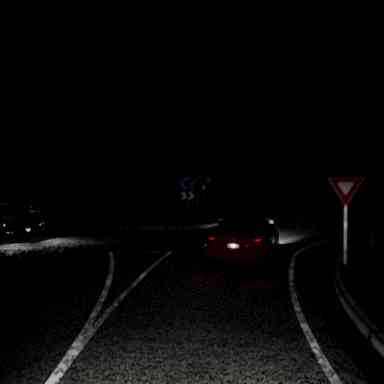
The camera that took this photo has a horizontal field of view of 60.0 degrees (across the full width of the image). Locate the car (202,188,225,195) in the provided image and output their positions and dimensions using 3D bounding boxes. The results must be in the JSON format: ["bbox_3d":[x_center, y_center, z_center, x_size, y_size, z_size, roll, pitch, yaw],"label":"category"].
[{"bbox_3d":[6.519,-0.033,95.209,5.566,2.045,2.435,0,1,0],"label":"car"}]

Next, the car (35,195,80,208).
[{"bbox_3d":[-13.861,0.971,33.520,2.033,1.411,5.357,0,1,28],"label":"car"}]

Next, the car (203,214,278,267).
[{"bbox_3d":[1.757,1.414,11.153,1.994,1.385,4.181,0,2,18],"label":"car"}]

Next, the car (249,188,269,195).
[{"bbox_3d":[19.035,0.114,92.363,4.553,1.767,2.185,0,1,0],"label":"car"}]

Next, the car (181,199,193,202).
[{"bbox_3d":[-0.757,0.716,53.305,1.882,1.535,5.008,0,1,0],"label":"car"}]

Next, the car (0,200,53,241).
[{"bbox_3d":[-8.647,1.307,15.592,4.892,1.490,1.837,1,2,42],"label":"car"}]
